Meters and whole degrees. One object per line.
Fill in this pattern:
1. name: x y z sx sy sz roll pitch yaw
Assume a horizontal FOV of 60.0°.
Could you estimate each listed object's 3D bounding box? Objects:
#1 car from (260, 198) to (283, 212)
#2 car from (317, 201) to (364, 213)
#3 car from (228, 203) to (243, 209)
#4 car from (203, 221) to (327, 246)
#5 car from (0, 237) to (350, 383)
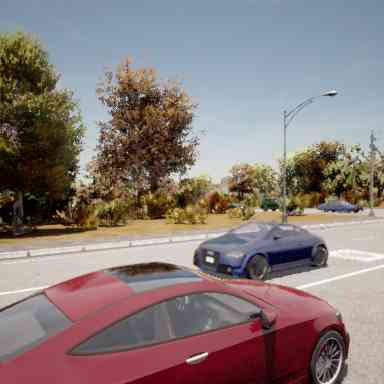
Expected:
1. car: 12.605 1.867 49.302 2.150 2.045 5.566 0 -3 -32
2. car: 18.016 1.815 40.650 2.033 1.411 5.357 0 -2 -32
3. car: 7.222 2.656 57.927 2.128 1.511 4.902 0 -3 -32
4. car: 2.096 1.568 9.744 4.181 1.385 1.994 0 0 -35
5. car: -0.234 1.526 3.577 4.674 1.442 1.812 0 0 -35
